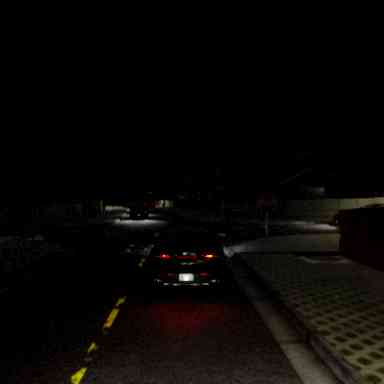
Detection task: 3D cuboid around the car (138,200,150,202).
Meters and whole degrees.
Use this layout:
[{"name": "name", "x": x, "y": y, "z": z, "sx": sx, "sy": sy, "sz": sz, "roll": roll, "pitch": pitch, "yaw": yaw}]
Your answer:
[{"name": "car", "x": -7.069, "y": 2.064, "z": 44.440, "sx": 1.882, "sy": 1.535, "sz": 5.008, "roll": 0, "pitch": -1, "yaw": -10}]

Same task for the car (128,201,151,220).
[{"name": "car", "x": -5.323, "y": 1.949, "z": 33.493, "sx": 1.812, "sy": 1.442, "sz": 4.674, "roll": 0, "pitch": -1, "yaw": -8}]

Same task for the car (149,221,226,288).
[{"name": "car", "x": -0.071, "y": 1.603, "z": 9.528, "sx": 1.837, "sy": 1.490, "sz": 4.892, "roll": 0, "pitch": -1, "yaw": 1}]

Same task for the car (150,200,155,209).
[{"name": "car", "x": -8.438, "y": 2.269, "z": 64.013, "sx": 2.097, "sy": 1.767, "sz": 4.553, "roll": 0, "pitch": -1, "yaw": -16}]

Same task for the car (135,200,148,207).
[{"name": "car", "x": -11.188, "y": 2.495, "z": 73.750, "sx": 2.128, "sy": 1.511, "sz": 4.902, "roll": 0, "pitch": -1, "yaw": -18}]

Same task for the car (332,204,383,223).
[{"name": "car", "x": 11.961, "y": 1.457, "z": 21.312, "sx": 5.357, "sy": 1.411, "sz": 2.033, "roll": -1, "pitch": 0, "yaw": 4}]

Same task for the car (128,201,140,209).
[{"name": "car", "x": -10.645, "y": 2.381, "z": 61.190, "sx": 1.837, "sy": 1.490, "sz": 4.892, "roll": 0, "pitch": -2, "yaw": -14}]
